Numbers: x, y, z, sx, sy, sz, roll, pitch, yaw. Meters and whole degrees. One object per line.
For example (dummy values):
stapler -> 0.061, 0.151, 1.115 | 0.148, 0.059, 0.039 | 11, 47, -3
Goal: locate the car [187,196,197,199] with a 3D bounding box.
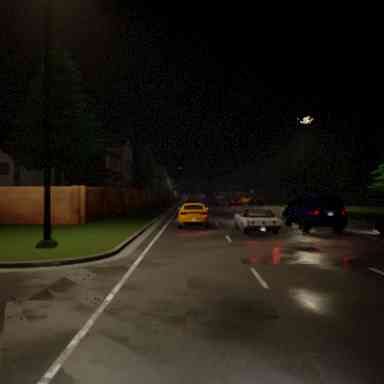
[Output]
car -> 0.001, 1.471, 54.625 | 2.128, 1.511, 4.902 | 0, 0, 0

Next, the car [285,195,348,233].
car -> 7.100, 1.214, 19.719 | 2.150, 2.045, 5.566 | 0, 0, 0

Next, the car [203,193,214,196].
car -> 3.501, 1.209, 65.906 | 2.150, 2.045, 5.566 | 0, 0, 0

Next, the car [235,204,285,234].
car -> 3.602, 1.594, 19.051 | 1.895, 1.301, 4.718 | 0, 0, 0

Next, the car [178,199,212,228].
car -> 0.101, 1.469, 22.171 | 1.882, 1.535, 5.008 | 0, 0, 0

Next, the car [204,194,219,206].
car -> 3.501, 1.527, 55.426 | 2.033, 1.411, 5.357 | 0, 0, 0

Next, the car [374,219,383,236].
car -> 10.601, 1.542, 15.192 | 2.033, 1.411, 5.357 | 0, 0, 0

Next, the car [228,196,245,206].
car -> 7.001, 1.580, 55.073 | 1.895, 1.301, 4.718 | 0, 0, 0

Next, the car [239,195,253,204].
car -> 10.501, 1.456, 65.045 | 1.882, 1.535, 5.008 | 0, 0, 0

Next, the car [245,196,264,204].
car -> 10.501, 1.527, 54.626 | 2.033, 1.411, 5.357 | 0, 0, 0
